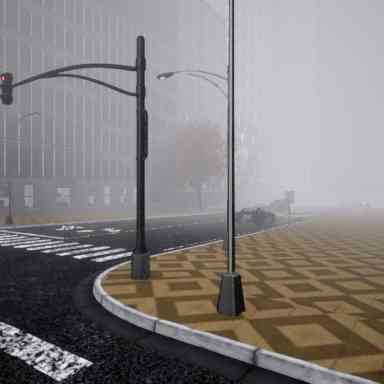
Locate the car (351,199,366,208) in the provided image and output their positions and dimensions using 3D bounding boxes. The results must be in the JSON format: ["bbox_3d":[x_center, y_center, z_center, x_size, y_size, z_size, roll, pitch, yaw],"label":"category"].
[{"bbox_3d":[42.287,3.146,84.345,1.882,1.535,5.008,0,-1,33],"label":"car"}]

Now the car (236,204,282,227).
[{"bbox_3d":[5.256,1.976,27.079,2.128,1.511,4.902,0,-1,33],"label":"car"}]

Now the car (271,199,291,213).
[{"bbox_3d":[13.788,2.158,52.244,2.150,2.045,5.566,0,-1,33],"label":"car"}]

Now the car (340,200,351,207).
[{"bbox_3d":[39.557,3.205,86.110,2.033,1.411,5.357,0,-1,33],"label":"car"}]
